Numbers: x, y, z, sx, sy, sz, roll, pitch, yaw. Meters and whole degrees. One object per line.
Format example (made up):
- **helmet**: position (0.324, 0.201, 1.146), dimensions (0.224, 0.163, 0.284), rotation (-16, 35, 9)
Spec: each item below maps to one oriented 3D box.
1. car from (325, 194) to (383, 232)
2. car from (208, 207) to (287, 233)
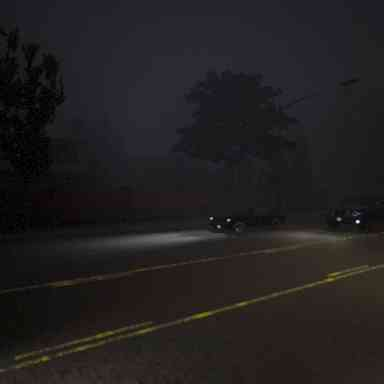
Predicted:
- **car**: position (10.328, 1.141, 19.858), dimensions (5.566, 2.045, 2.150), rotation (0, 0, -35)
- **car**: position (3.253, 1.542, 19.174), dimensions (4.718, 1.301, 1.895), rotation (0, 0, -35)
